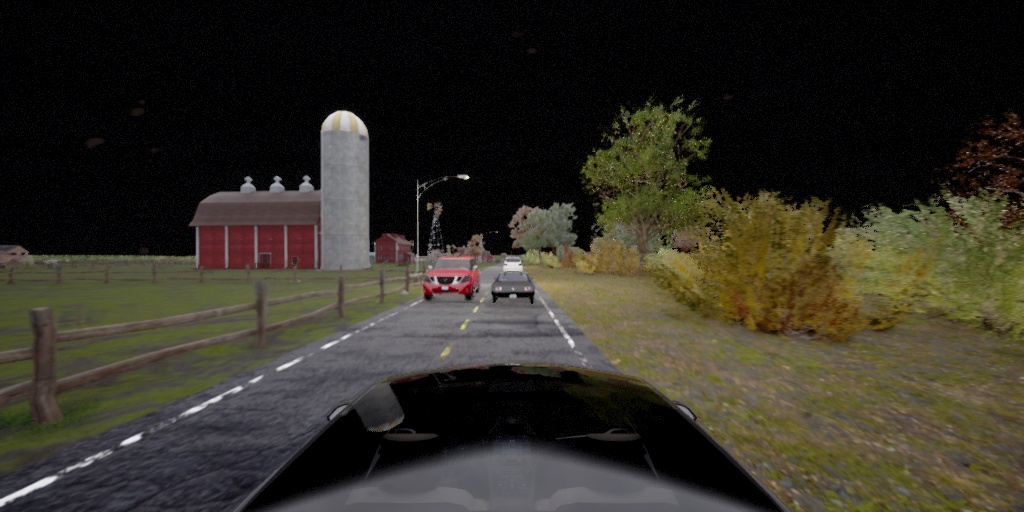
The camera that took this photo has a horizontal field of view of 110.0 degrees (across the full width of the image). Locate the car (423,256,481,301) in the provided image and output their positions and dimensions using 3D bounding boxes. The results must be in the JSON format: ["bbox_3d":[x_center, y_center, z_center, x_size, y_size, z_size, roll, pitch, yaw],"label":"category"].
[{"bbox_3d":[-2.828,1.012,17.979,2.150,2.045,5.566,0,0,0],"label":"car"}]

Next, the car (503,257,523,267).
[{"bbox_3d":[0.103,1.139,42.404,2.150,2.045,5.566,0,0,0],"label":"car"}]

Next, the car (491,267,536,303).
[{"bbox_3d":[0.062,1.389,17.032,1.895,1.301,4.718,0,0,0],"label":"car"}]
